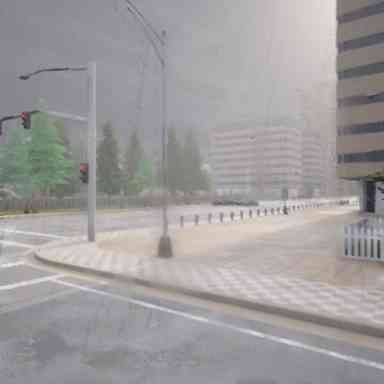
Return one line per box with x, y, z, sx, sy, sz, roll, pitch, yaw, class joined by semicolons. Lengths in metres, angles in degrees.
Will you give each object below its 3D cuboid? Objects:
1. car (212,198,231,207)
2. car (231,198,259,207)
5.117;1.688;53.940;1.895;1.301;4.718;0;0;36;car
8.810;1.624;53.066;2.033;1.411;5.357;0;0;36;car
